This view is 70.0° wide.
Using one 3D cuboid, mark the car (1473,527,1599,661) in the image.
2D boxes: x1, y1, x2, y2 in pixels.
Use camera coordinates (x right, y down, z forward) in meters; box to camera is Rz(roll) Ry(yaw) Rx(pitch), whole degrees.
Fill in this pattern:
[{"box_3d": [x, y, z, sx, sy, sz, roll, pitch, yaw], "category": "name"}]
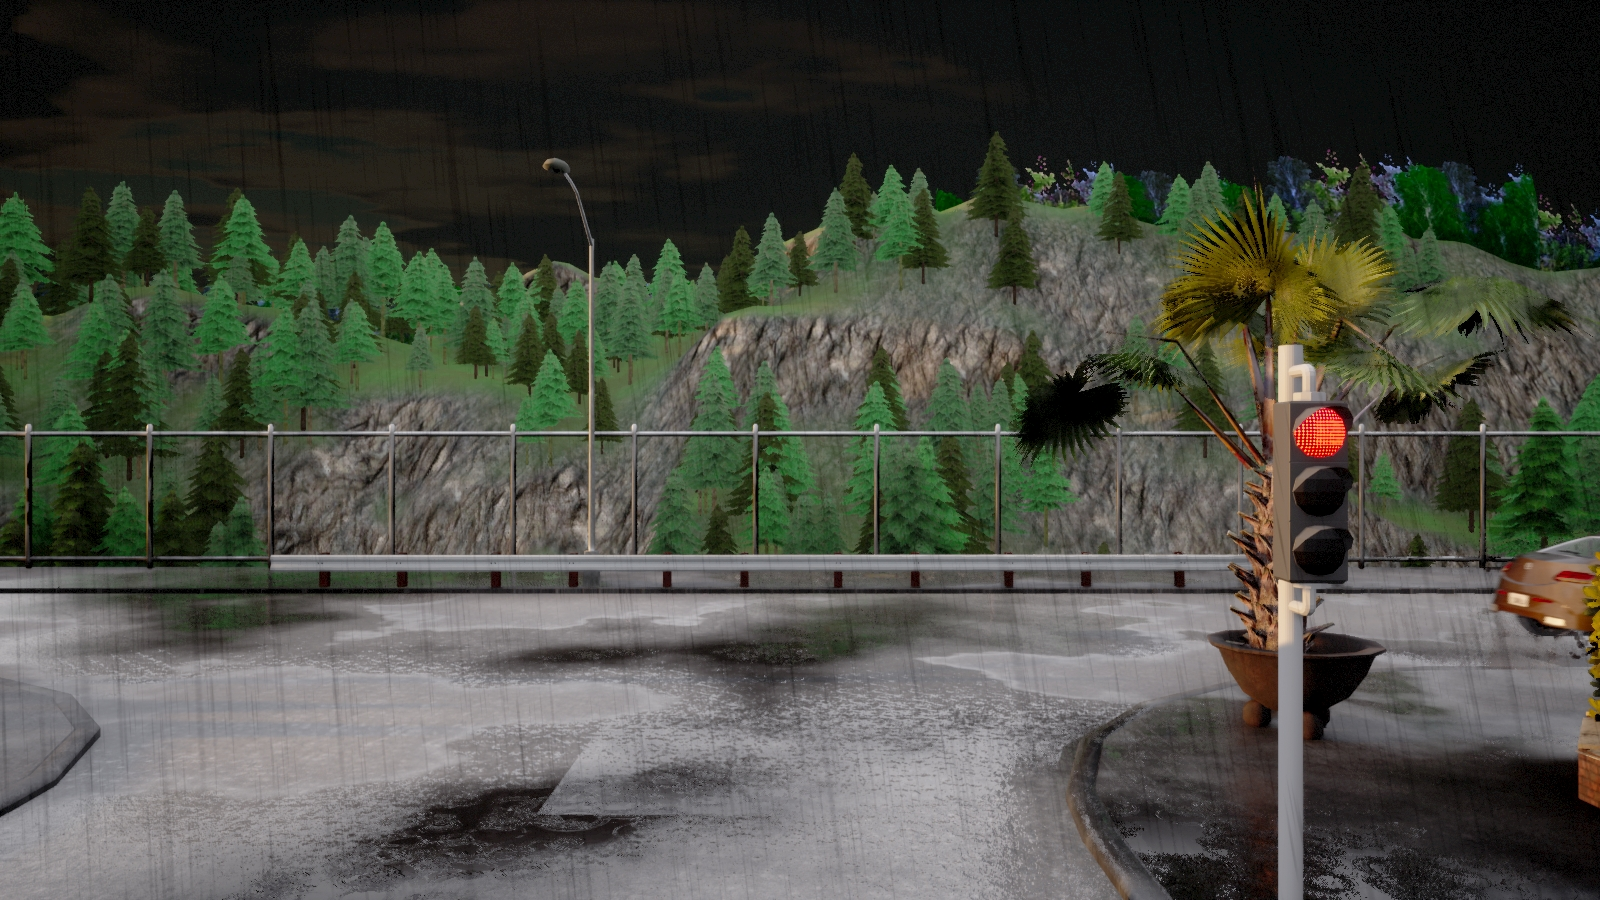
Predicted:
[{"box_3d": [12.760, 1.992, 16.325, 5.027, 1.651, 2.152, 0, 0, 0], "category": "car"}]
